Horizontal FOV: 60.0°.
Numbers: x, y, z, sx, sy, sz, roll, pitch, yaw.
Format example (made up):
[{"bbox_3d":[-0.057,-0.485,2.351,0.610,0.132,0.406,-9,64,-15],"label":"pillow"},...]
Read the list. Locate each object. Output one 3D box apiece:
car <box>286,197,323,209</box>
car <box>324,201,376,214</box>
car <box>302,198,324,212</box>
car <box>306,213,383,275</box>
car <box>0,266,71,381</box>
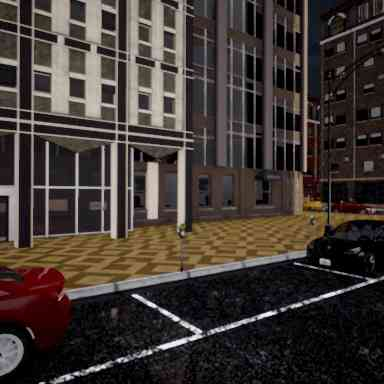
[{"bbox_3d":[15.574,1.480,46.381,1.752,1.417,4.829,0,0,-36],"label":"car"},{"bbox_3d":[15.492,1.519,32.154,1.802,1.307,4.206,0,0,-36],"label":"car"},{"bbox_3d":[12.283,1.452,36.612,1.752,1.417,4.829,0,0,-36],"label":"car"},{"bbox_3d":[5.456,1.562,10.474,4.313,1.339,1.947,0,0,-36],"label":"car"},{"bbox_3d":[-3.793,1.545,3.848,4.507,1.381,1.887,0,0,-36],"label":"car"}]
